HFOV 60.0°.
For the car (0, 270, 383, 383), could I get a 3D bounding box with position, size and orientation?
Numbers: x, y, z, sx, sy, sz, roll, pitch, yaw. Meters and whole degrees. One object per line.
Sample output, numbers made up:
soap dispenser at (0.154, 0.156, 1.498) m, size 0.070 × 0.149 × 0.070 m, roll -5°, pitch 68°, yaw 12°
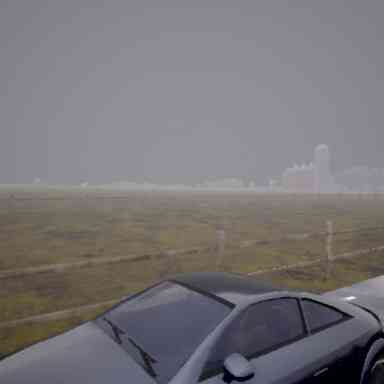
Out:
car at (0.132, 1.562, 3.164) m, size 4.181 × 1.385 × 1.994 m, roll 0°, pitch 0°, yaw -36°
